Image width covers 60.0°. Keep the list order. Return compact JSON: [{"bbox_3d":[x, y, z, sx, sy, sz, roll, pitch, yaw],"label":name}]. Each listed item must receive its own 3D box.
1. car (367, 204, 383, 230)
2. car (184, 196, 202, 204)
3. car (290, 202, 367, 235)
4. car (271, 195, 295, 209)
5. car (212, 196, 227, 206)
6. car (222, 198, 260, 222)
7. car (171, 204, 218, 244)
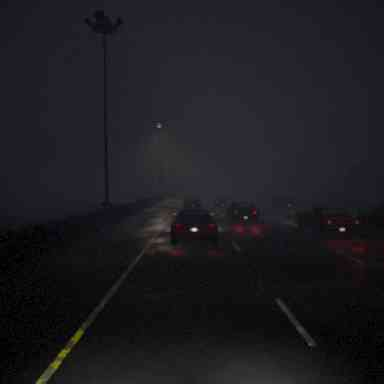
[{"bbox_3d":[10.590,1.335,17.384,1.882,1.535,5.008,0,0,0],"label":"car"},{"bbox_3d":[0.078,1.189,35.848,1.812,1.442,4.674,0,1,0],"label":"car"},{"bbox_3d":[7.088,1.454,17.891,1.895,1.301,4.718,0,0,0],"label":"car"},{"bbox_3d":[10.576,1.129,38.662,1.837,1.490,4.892,0,1,0],"label":"car"},{"bbox_3d":[3.574,1.179,41.593,1.895,1.301,4.718,0,1,0],"label":"car"},{"bbox_3d":[3.585,1.396,24.401,1.895,1.301,4.718,0,1,0],"label":"car"},{"bbox_3d":[0.090,1.440,15.069,1.994,1.385,4.181,0,0,0],"label":"car"}]
